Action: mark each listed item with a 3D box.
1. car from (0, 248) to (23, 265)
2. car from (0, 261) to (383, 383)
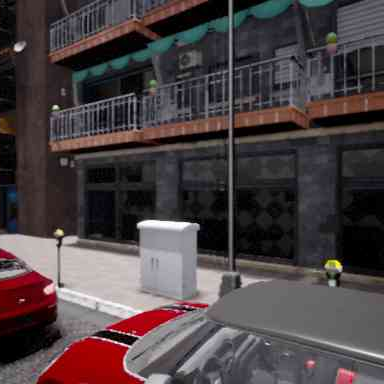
[{"bbox_3d":[-3.987,1.589,5.719,4.206,1.307,1.802,0,0,35],"label":"car"},{"bbox_3d":[0.598,1.441,2.450,4.097,1.590,1.967,0,0,35],"label":"car"}]
